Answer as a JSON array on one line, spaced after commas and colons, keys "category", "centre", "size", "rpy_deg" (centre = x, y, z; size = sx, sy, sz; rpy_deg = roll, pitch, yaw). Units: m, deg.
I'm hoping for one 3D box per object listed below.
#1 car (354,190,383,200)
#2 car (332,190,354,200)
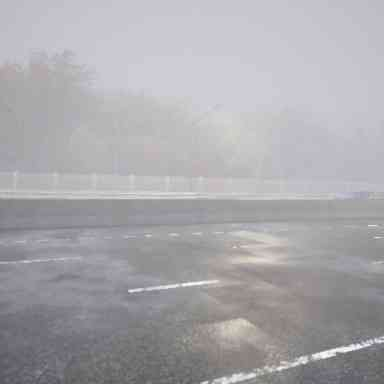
[{"category": "car", "centre": [19.552, 0.901, 33.520], "size": [5.566, 2.045, 2.150], "rpy_deg": [1, 1, -24]}, {"category": "car", "centre": [17.998, 0.806, 36.655], "size": [5.566, 2.045, 2.150], "rpy_deg": [1, 1, -24]}]
